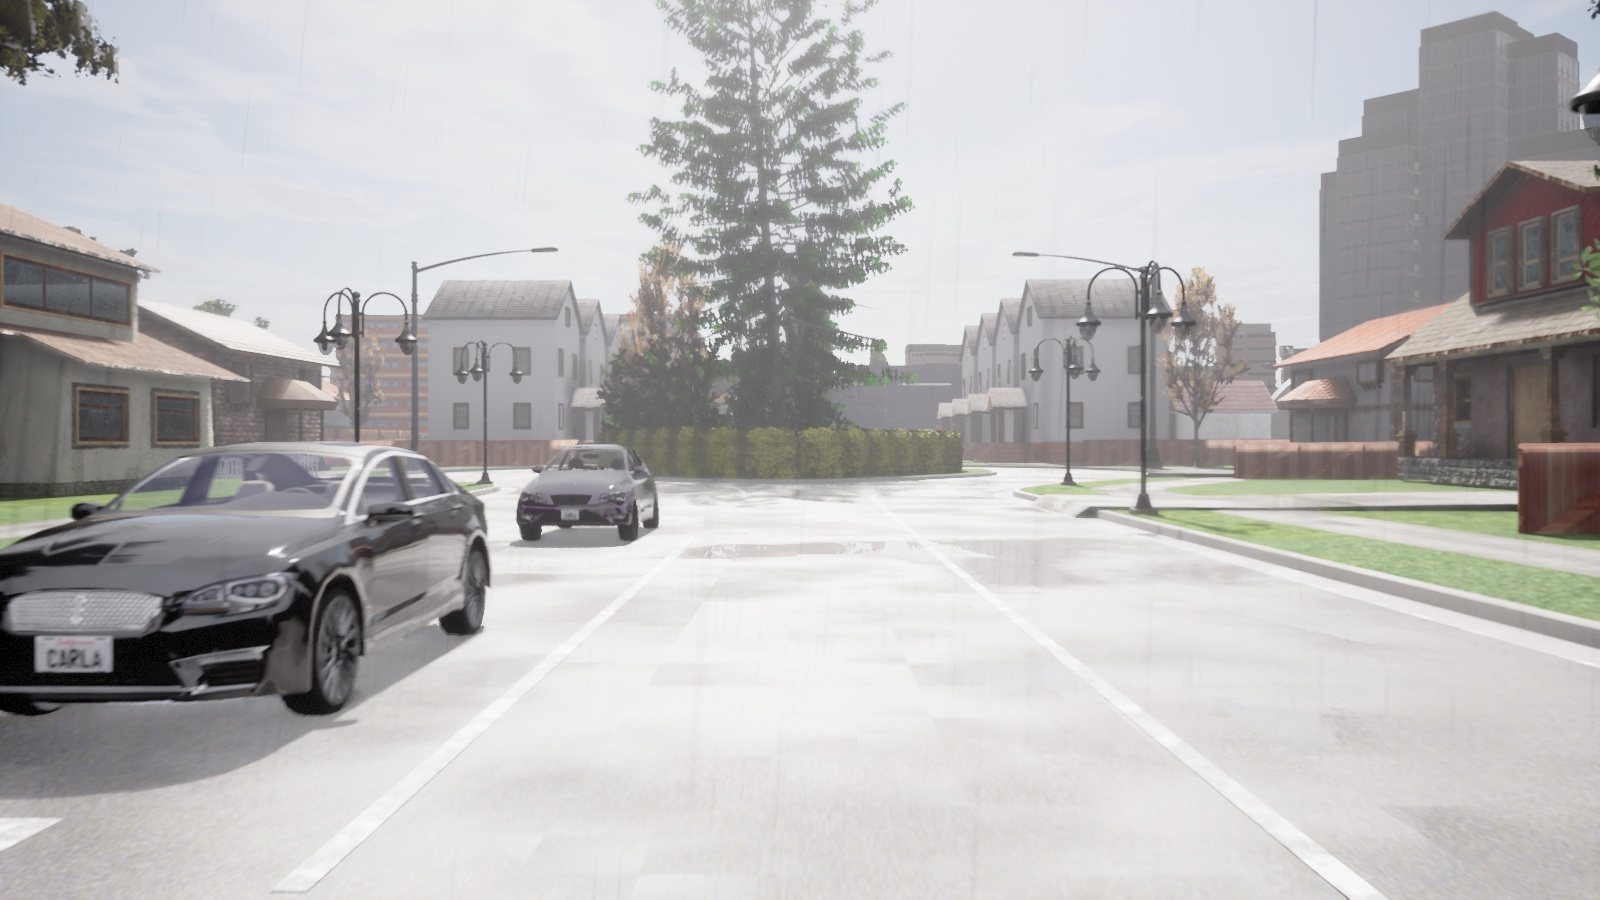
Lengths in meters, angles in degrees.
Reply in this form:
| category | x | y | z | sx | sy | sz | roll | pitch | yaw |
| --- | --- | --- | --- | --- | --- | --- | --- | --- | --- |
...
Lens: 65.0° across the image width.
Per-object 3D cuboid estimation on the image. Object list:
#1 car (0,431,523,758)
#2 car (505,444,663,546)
| category | x | y | z | sx | sy | sz | roll | pitch | yaw |
| --- | --- | --- | --- | --- | --- | --- | --- | --- | --- |
| car | -3.438 | 0.653 | 8.257 | 2.128 | 1.511 | 4.902 | 0 | 0 | 0 |
| car | -3.370 | 0.643 | 20.375 | 1.816 | 1.474 | 4.193 | 0 | 0 | 0 |
